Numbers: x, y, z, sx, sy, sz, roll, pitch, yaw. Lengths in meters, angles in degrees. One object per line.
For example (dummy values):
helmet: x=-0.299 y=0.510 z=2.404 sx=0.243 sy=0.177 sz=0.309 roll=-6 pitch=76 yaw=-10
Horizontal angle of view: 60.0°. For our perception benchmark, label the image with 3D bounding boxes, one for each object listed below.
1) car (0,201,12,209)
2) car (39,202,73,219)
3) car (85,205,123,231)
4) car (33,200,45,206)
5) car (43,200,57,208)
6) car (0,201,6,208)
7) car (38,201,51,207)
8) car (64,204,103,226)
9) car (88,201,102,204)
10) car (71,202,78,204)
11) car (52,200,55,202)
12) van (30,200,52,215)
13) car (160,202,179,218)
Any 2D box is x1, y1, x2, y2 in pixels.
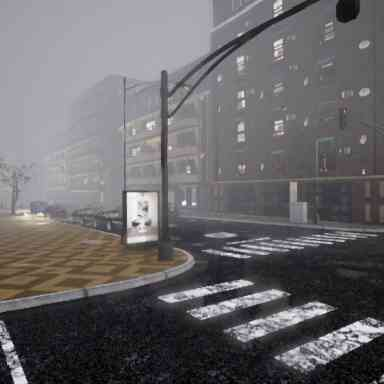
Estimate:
car: x=-38.062 y=2.702 z=68.340 sx=2.008 sy=1.369 sz=4.403 roll=-2 pitch=0 yaw=-36
car: x=-14.871 y=2.114 z=36.124 sx=1.887 sy=1.381 sz=4.507 roll=-2 pitch=0 yaw=-36
car: x=-5.534 y=1.887 z=23.133 sx=2.008 sy=1.369 sz=4.403 roll=-2 pitch=0 yaw=-36
car: x=-37.797 y=2.795 z=82.275 sx=1.887 sy=1.381 sz=4.507 roll=-2 pitch=0 yaw=-36
car: x=-31.274 y=2.526 z=73.249 sx=1.967 sy=1.590 sz=4.097 roll=-2 pitch=0 yaw=-36
car: x=-44.588 y=2.860 z=77.366 sx=1.887 sy=1.381 sz=4.507 roll=-2 pitch=0 yaw=-36
car: x=-34.533 y=2.734 z=77.762 sx=1.947 sy=1.339 sz=4.313 roll=-2 pitch=0 yaw=-36
car: x=-8.797 y=1.968 z=27.646 sx=2.008 sy=1.369 sz=4.403 roll=-2 pitch=0 yaw=-36
car: x=-14.954 y=2.117 z=50.687 sx=1.967 sy=1.590 sz=4.097 roll=-2 pitch=0 yaw=-36
car: x=-21.480 y=2.423 z=59.710 sx=1.802 sy=1.307 sz=4.206 roll=-2 pitch=0 yaw=-36
car: x=-24.008 y=2.435 z=58.801 sx=1.994 sy=1.385 sz=4.181 roll=-1 pitch=-1 yaw=-36
van: x=-19.788 y=2.034 z=43.013 sx=1.690 sy=1.788 sz=3.998 roll=-2 pitch=0 yaw=-36
car: x=-3.110 y=1.823 z=34.520 sx=1.967 sy=1.590 sz=4.097 roll=-2 pitch=0 yaw=-36
